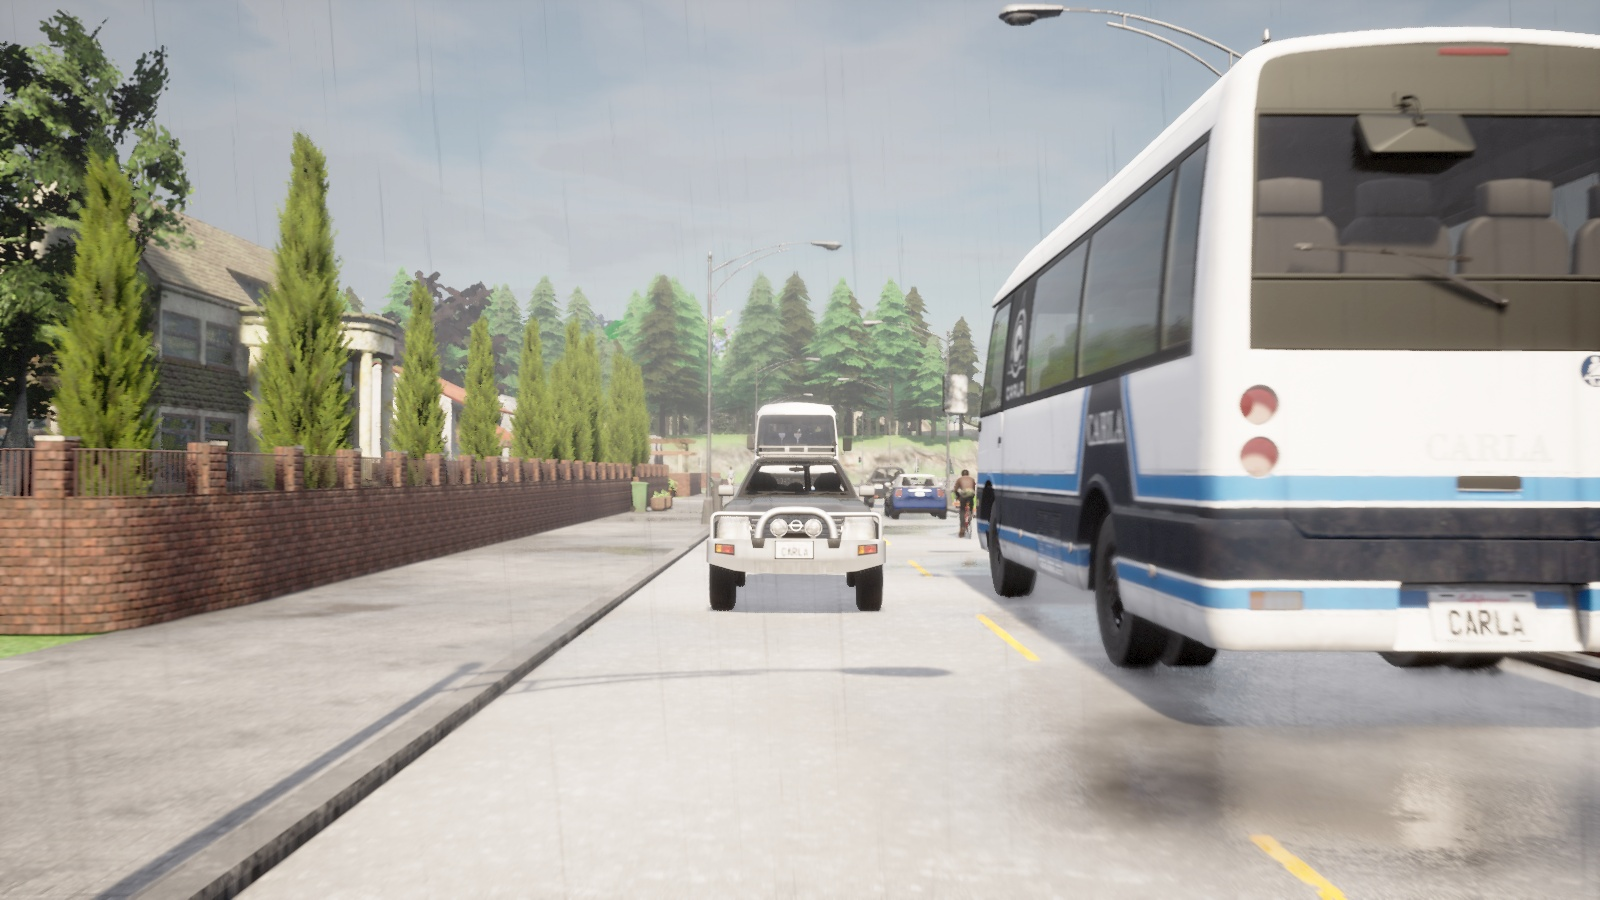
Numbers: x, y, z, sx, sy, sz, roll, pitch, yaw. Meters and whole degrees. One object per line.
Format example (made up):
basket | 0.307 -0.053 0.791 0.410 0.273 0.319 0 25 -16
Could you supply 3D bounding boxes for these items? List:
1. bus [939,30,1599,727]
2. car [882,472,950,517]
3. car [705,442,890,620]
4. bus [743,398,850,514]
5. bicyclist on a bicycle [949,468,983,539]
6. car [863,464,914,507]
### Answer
bus | 3.970 -0.363 12.814 3.944 4.253 10.273 0 -1 0
car | 3.899 1.480 42.764 1.970 1.475 3.806 0 -1 0
car | -0.037 0.890 15.466 1.932 1.855 4.605 0 -1 0
bus | -0.132 0.299 51.412 3.944 4.253 10.273 0 -1 0
bicyclist on a bicycle | 3.934 1.251 29.841 0.582 1.620 1.656 0 -1 0
car | 3.869 1.550 55.794 1.932 1.855 4.605 0 -1 0
